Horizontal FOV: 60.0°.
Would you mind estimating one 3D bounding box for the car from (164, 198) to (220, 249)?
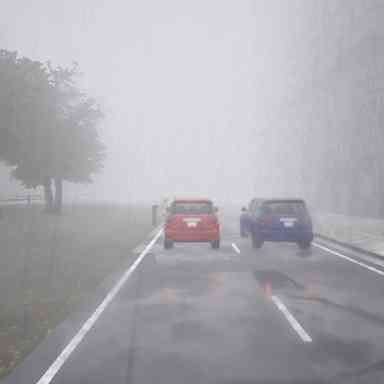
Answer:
[{"bbox_3d":[0.001,1.254,14.680,2.150,2.045,5.566,0,0,0],"label":"car"}]

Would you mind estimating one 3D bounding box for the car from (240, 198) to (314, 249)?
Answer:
[{"bbox_3d":[3.500,1.254,14.680,2.150,2.045,5.566,0,0,0],"label":"car"}]
